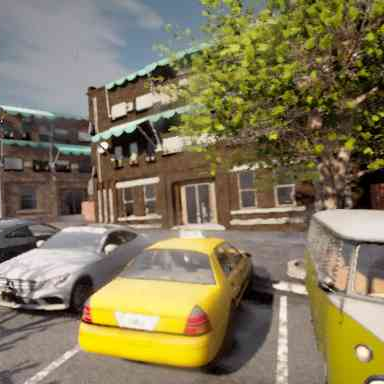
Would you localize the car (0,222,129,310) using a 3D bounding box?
[{"bbox_3d":[-2.437,1.520,7.843,2.002,1.452,4.674,1,-1,16],"label":"car"}]

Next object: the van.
[{"bbox_3d":[2.442,1.258,4.194,1.878,1.987,4.442,1,-1,16],"label":"van"}]

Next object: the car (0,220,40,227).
[{"bbox_3d":[-4.905,1.517,9.599,2.002,1.452,4.674,0,-1,16],"label":"car"}]

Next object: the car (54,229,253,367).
[{"bbox_3d":[0.064,1.482,6.252,1.946,1.575,5.366,0,-1,16],"label":"car"}]
